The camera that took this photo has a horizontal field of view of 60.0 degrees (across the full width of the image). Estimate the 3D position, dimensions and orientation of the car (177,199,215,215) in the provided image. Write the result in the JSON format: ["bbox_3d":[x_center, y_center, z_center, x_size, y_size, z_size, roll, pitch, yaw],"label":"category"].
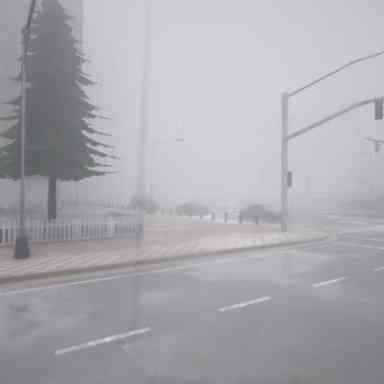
[{"bbox_3d":[0.119,1.735,35.680,1.994,1.385,4.181,1,0,-36],"label":"car"}]

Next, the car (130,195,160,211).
[{"bbox_3d":[-6.381,1.394,44.754,2.150,2.045,5.566,1,0,-35],"label":"car"}]

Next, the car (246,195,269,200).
[{"bbox_3d":[15.140,1.862,76.699,1.970,1.475,3.806,1,0,-36],"label":"car"}]

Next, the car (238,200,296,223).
[{"bbox_3d":[5.950,1.696,27.599,1.812,1.442,4.674,1,0,-34],"label":"car"}]

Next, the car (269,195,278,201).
[{"bbox_3d":[17.498,1.854,78.379,1.784,1.438,3.905,1,0,-36],"label":"car"}]

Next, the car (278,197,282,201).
[{"bbox_3d":[19.655,1.665,79.979,1.932,1.855,4.605,1,0,-36],"label":"car"}]

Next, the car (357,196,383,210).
[{"bbox_3d":[24.761,1.525,43.626,1.932,1.855,4.605,1,0,-36],"label":"car"}]

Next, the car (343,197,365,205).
[{"bbox_3d":[35.312,1.944,72.565,1.784,1.438,3.905,1,0,-36],"label":"car"}]

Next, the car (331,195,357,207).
[{"bbox_3d":[32.918,1.709,70.937,1.932,1.855,4.605,1,0,-36],"label":"car"}]

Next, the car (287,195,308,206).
[{"bbox_3d":[19.210,1.814,61.054,1.970,1.475,3.806,1,0,-36],"label":"car"}]
